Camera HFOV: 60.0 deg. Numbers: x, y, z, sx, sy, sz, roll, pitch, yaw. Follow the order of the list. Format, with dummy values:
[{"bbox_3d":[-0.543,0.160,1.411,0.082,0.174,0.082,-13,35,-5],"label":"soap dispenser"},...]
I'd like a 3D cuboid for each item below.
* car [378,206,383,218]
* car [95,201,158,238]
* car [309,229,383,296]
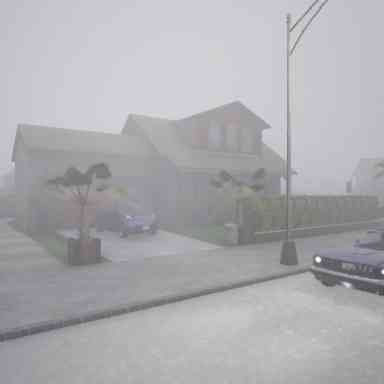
[{"bbox_3d":[16.641,1.506,24.904,1.837,1.490,4.892,1,-1,-32],"label":"car"},{"bbox_3d":[-3.041,1.174,15.278,1.845,1.501,3.633,0,0,-38],"label":"car"},{"bbox_3d":[5.006,1.601,8.104,4.718,1.301,1.895,0,0,-35],"label":"car"}]
